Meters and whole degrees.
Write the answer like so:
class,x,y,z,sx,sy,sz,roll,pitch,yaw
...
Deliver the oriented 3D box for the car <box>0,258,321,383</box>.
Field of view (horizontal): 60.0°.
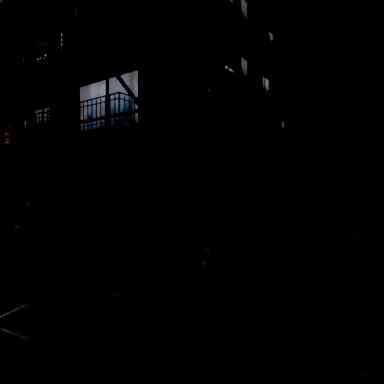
class,x,y,z,sx,sy,sz,roll,pitch,yaw
car,-0.892,1.566,3.510,4.313,1.339,1.947,0,0,35
